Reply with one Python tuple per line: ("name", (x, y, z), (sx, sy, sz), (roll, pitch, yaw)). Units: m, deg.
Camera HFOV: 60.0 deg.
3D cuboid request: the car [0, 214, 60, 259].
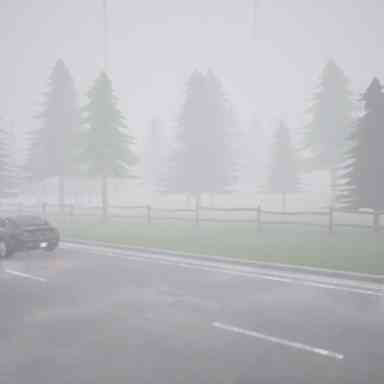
("car", (-7.309, 1.654, 13.411), (4.892, 1.490, 1.837), (0, 0, 36))
